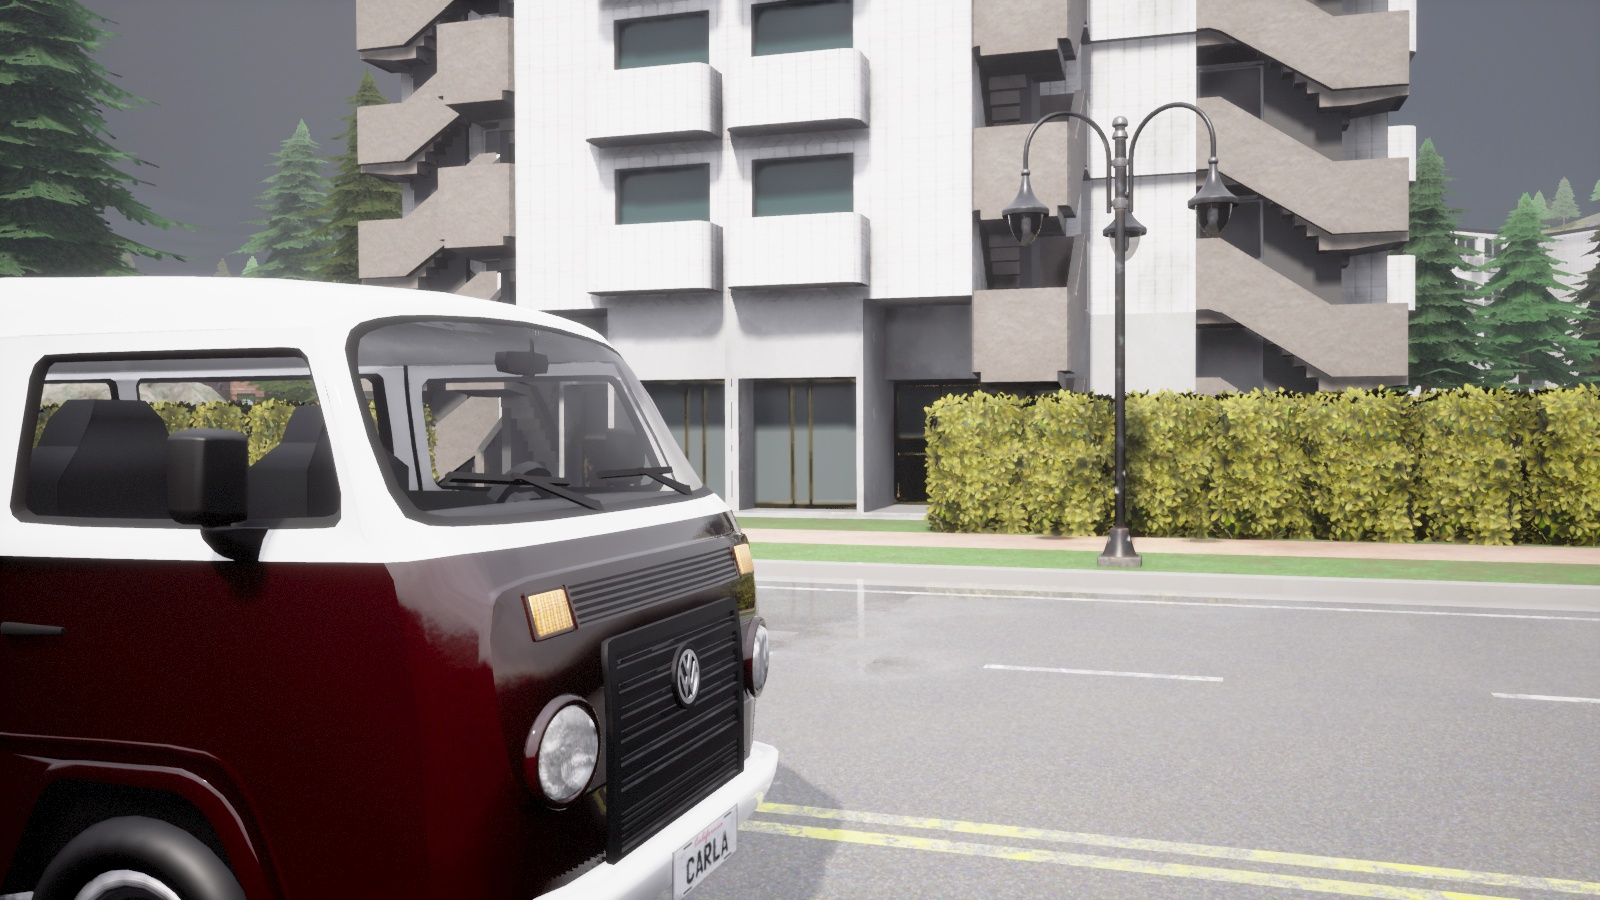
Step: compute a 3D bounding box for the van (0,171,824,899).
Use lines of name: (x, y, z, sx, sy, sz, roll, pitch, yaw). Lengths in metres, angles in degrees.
van: (-2.375, 0.477, 3.985, 4.480, 2.038, 2.069, 1, 1, 18)
